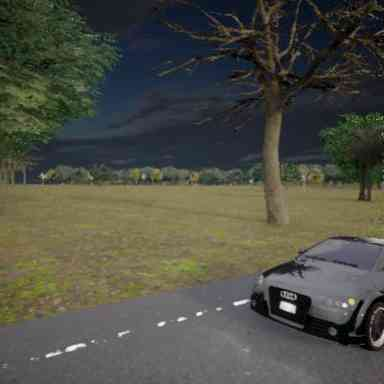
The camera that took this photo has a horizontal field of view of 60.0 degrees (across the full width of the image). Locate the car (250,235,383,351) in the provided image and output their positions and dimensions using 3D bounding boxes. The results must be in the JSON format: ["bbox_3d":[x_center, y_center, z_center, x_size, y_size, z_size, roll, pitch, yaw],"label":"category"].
[{"bbox_3d":[3.070,1.553,6.198,4.181,1.385,1.994,0,0,-36],"label":"car"}]
